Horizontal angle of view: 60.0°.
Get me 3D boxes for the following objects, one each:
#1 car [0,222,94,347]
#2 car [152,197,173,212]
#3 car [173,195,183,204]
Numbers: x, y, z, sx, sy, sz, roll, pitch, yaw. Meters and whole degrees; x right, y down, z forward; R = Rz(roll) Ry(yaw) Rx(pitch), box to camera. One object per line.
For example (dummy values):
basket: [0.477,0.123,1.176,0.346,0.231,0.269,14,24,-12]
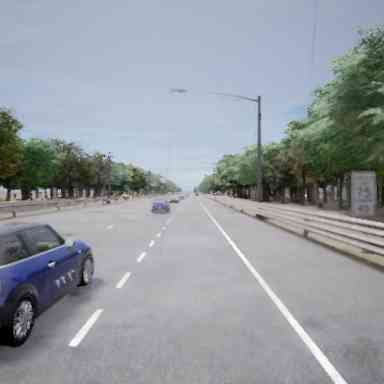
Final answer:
car: [-3.501,1.354,6.495,2.097,1.767,4.553,0,0,0]
car: [-3.485,1.542,38.073,1.812,1.442,4.674,0,0,0]
car: [-3.427,1.655,67.260,1.895,1.301,4.718,0,0,0]
